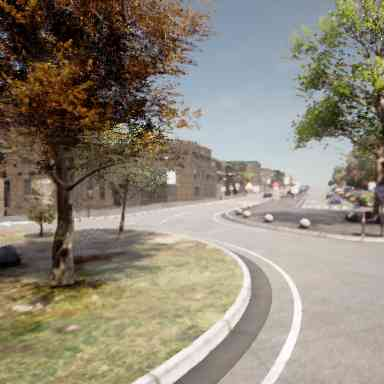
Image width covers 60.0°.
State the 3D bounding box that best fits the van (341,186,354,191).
[{"bbox_3d":[36.645,0.180,74.815,4.442,1.987,1.878,-1,1,20],"label":"van"}]

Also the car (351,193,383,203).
[{"bbox_3d":[29.775,0.987,56.657,4.792,1.488,2.163,-1,1,20],"label":"car"}]

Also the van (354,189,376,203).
[{"bbox_3d":[26.723,0.973,48.906,4.442,1.987,1.878,-1,1,21],"label":"van"}]

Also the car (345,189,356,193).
[{"bbox_3d":[31.693,0.799,61.862,5.008,1.535,2.097,-1,1,20],"label":"car"}]

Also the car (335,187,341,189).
[{"bbox_3d":[40.247,0.094,85.323,5.366,1.575,1.946,-1,1,20],"label":"car"}]

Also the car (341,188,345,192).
[{"bbox_3d":[34.594,0.563,69.663,5.008,1.535,2.097,-1,1,20],"label":"car"}]

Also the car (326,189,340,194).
[{"bbox_3d":[29.694,0.663,71.060,2.128,1.511,4.902,-1,1,20],"label":"car"}]

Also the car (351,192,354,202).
[{"bbox_3d":[27.835,1.147,51.458,4.792,1.488,2.163,-1,1,20],"label":"car"}]

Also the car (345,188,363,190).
[{"bbox_3d":[32.686,0.594,64.449,4.553,1.767,2.185,-1,1,20],"label":"car"}]

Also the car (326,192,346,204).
[{"bbox_3d":[23.771,1.173,54.976,2.033,1.411,5.357,-1,1,21],"label":"car"}]

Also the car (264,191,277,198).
[{"bbox_3d":[18.492,0.634,80.377,2.128,1.511,4.902,-1,1,21],"label":"car"}]

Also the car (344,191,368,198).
[{"bbox_3d":[35.568,0.525,72.265,4.674,1.452,2.002,-1,1,21],"label":"car"}]

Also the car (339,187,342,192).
[{"bbox_3d":[38.454,0.281,80.070,4.792,1.488,2.163,-1,1,20],"label":"car"}]

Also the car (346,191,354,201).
[{"bbox_3d":[28.603,1.036,54.134,5.366,1.575,1.946,-1,1,21],"label":"car"}]
